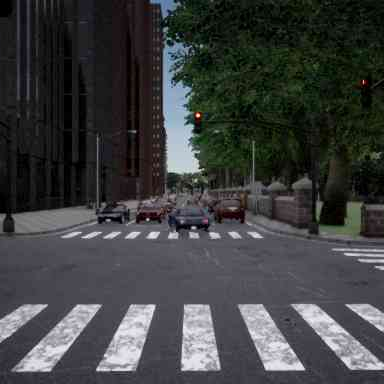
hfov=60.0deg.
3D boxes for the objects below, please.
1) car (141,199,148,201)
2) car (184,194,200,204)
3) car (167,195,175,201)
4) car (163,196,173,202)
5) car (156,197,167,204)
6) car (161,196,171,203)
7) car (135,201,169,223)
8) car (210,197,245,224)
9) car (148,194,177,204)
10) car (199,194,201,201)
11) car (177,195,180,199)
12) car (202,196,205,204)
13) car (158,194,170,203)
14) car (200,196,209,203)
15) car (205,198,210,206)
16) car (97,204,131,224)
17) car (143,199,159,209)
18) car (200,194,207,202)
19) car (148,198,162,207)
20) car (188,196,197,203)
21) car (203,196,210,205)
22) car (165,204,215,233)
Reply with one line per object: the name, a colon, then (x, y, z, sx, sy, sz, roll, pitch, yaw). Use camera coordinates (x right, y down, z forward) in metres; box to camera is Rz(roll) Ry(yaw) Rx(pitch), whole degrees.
car: (-5.752, 1.575, 41.400, 2.008, 1.369, 4.403, 0, 0, 0)
car: (0.114, 1.535, 59.403, 2.128, 1.511, 4.902, 0, 0, 0)
car: (-5.739, 1.526, 90.514, 1.967, 1.590, 4.097, 0, 0, 0)
car: (-5.742, 1.613, 79.600, 1.887, 1.381, 4.507, 0, 0, 0)
car: (-5.746, 1.629, 63.228, 1.802, 1.307, 4.206, 0, 0, 0)
car: (-5.743, 1.605, 74.142, 1.887, 1.381, 4.507, 0, 0, 0)
car: (-3.093, 1.610, 25.475, 1.895, 1.301, 4.718, 0, 0, 0)
car: (2.769, 1.323, 25.036, 2.192, 1.841, 5.009, 0, 0, 0)
car: (-3.089, 1.371, 35.468, 2.097, 1.767, 4.553, 0, 0, 1)
car: (2.778, 1.482, 57.775, 1.967, 1.590, 4.097, 0, 0, 0)
car: (-3.078, 1.534, 45.701, 1.837, 1.490, 4.892, 0, 0, 0)
car: (2.775, 1.581, 46.862, 2.008, 1.369, 4.403, 0, 0, 0)
car: (-5.745, 1.369, 68.686, 2.192, 1.841, 5.009, 0, 0, 0)
car: (2.782, 1.586, 74.314, 1.752, 1.417, 4.829, 0, 0, 0)
car: (2.772, 1.585, 35.949, 1.947, 1.339, 4.313, 0, 0, 0)
car: (-5.756, 1.574, 25.029, 1.947, 1.339, 4.313, 0, 0, 0)
car: (-5.750, 1.612, 46.857, 1.802, 1.307, 4.206, 0, 0, 0)
car: (2.776, 1.476, 52.318, 1.967, 1.590, 4.097, 0, 0, 0)
car: (-5.749, 1.618, 52.314, 1.802, 1.307, 4.206, 0, 0, 0)
car: (0.120, 1.618, 69.768, 1.994, 1.385, 4.181, 0, 0, 0)
car: (2.773, 1.575, 41.405, 2.008, 1.369, 4.403, 0, 0, 0)
car: (-0.262, 1.609, 19.895, 1.895, 1.301, 4.718, 0, 0, -10)
